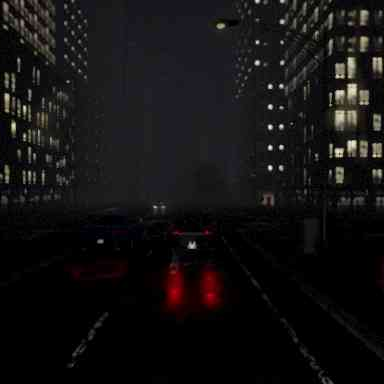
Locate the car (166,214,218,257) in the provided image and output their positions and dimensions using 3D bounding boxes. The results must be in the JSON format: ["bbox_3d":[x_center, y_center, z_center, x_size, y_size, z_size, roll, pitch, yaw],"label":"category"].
[{"bbox_3d":[0.026,1.622,13.516,2.128,1.511,4.902,0,0,1],"label":"car"}]

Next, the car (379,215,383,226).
[{"bbox_3d":[15.917,2.055,23.953,4.403,1.369,2.008,1,0,-1],"label":"car"}]

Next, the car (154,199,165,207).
[{"bbox_3d":[-6.516,2.135,67.051,1.837,1.490,4.892,0,0,0],"label":"car"}]

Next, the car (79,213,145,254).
[{"bbox_3d":[-3.216,1.613,14.260,1.882,1.535,5.008,0,0,1],"label":"car"}]
